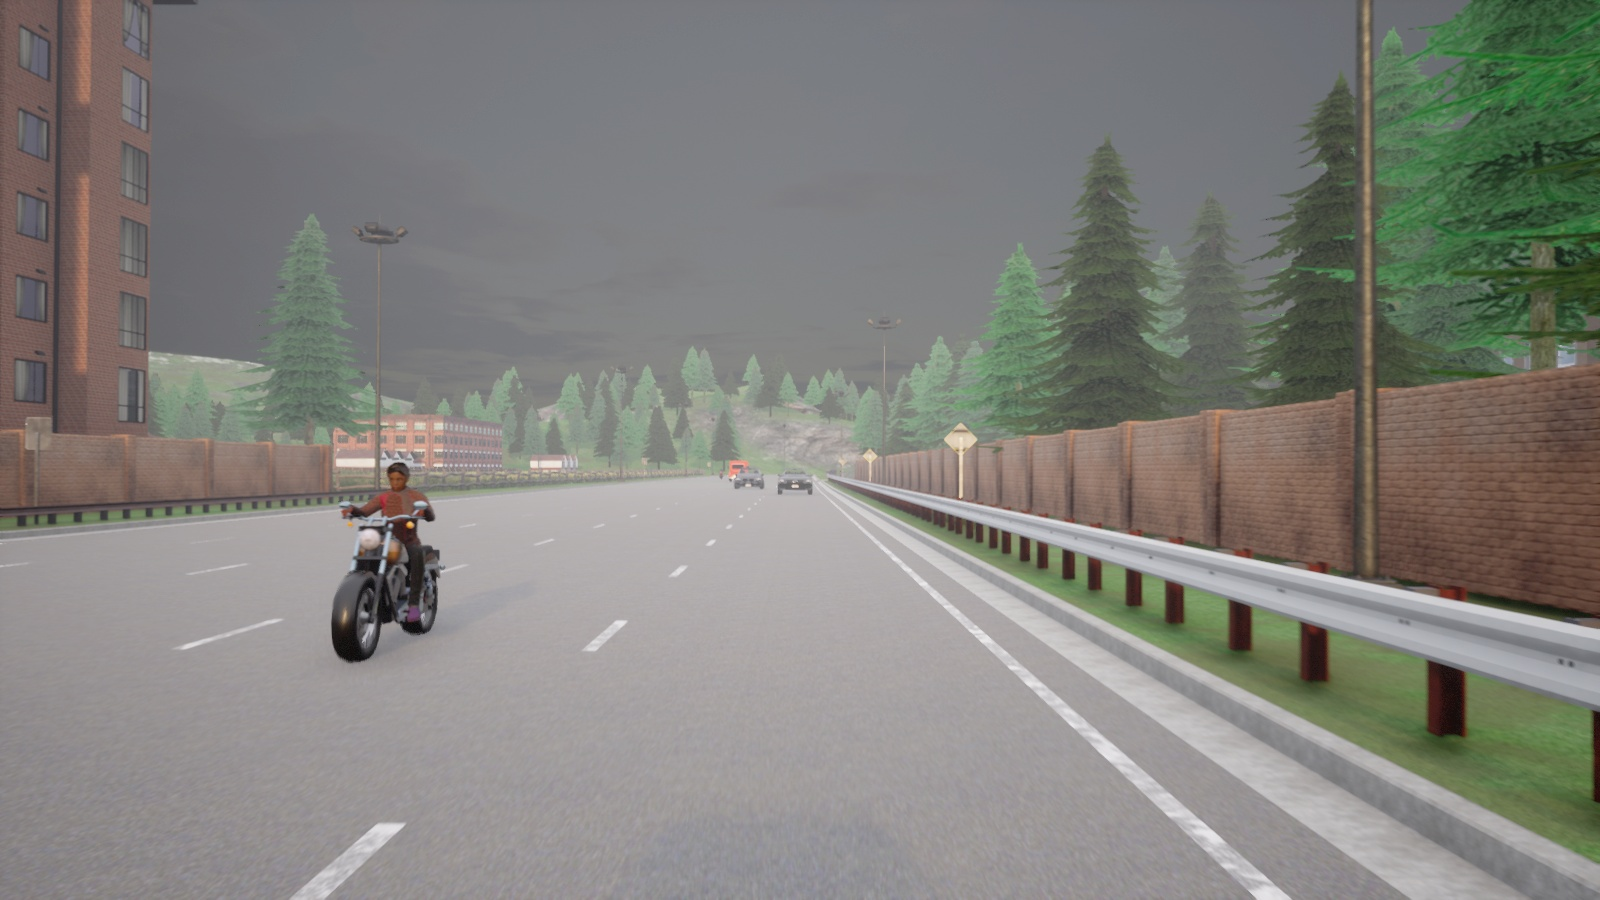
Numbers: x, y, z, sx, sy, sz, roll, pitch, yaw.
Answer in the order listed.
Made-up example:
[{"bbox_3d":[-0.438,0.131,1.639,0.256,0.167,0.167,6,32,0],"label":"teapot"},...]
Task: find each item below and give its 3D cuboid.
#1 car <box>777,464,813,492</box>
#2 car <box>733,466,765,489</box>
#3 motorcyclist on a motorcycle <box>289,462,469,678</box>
[{"bbox_3d":[-0.305,1.704,76.485,2.152,1.651,5.027,0,-1,0],"label":"car"},{"bbox_3d":[-3.862,2.059,95.570,2.242,1.667,4.611,0,0,0],"label":"car"},{"bbox_3d":[-3.543,0.933,10.811,0.766,1.649,2.350,0,-1,0],"label":"motorcyclist on a motorcycle"}]
